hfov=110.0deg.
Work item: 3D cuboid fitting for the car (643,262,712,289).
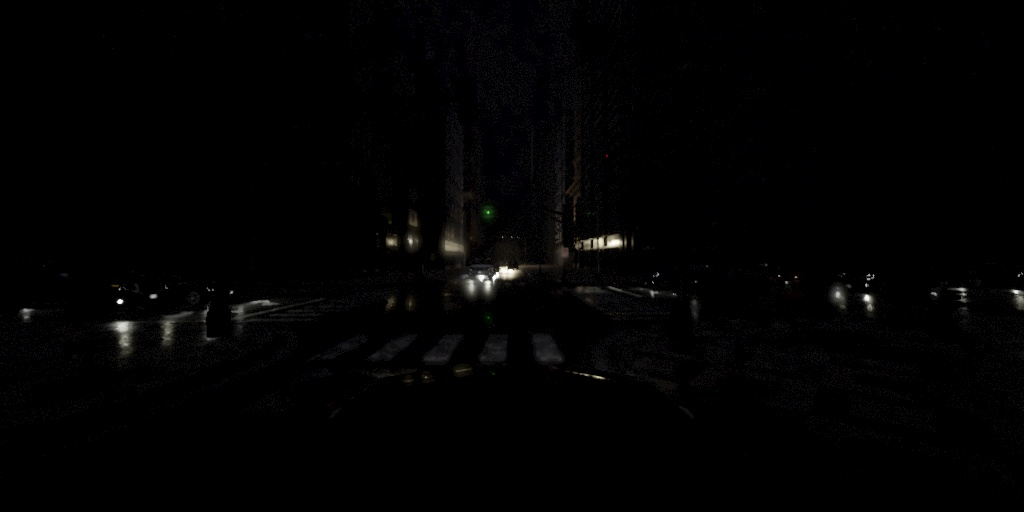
[{"bbox_3d":[10.920,1.188,23.199,4.553,1.767,2.097,0,0,2],"label":"car"}]

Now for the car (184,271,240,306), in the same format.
[{"bbox_3d":[-15.308,1.457,16.594,4.892,1.490,1.837,0,0,3],"label":"car"}]

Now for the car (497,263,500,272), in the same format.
[{"bbox_3d":[-2.990,1.728,46.680,1.895,1.301,4.718,0,0,0],"label":"car"}]

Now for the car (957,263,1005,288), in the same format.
[{"bbox_3d":[30.267,1.218,23.066,4.892,1.490,1.837,0,0,0],"label":"car"}]

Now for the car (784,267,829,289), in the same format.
[{"bbox_3d":[19.912,1.380,23.117,4.718,1.301,1.895,0,0,0],"label":"car"}]

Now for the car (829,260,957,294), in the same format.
[{"bbox_3d":[20.932,1.106,19.864,4.553,1.767,2.097,0,0,0],"label":"car"}]

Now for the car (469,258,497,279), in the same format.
[{"bbox_3d":[-3.023,1.263,36.616,2.150,2.045,5.566,0,0,0],"label":"car"}]

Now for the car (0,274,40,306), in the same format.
[{"bbox_3d":[-25.249,1.568,16.613,4.181,1.385,1.994,0,0,0],"label":"car"}]

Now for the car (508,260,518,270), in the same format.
[{"bbox_3d":[0.169,1.771,65.428,1.882,1.535,5.008,0,-1,0],"label":"car"}]

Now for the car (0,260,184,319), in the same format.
[{"bbox_3d":[-16.071,1.159,13.327,5.566,2.045,2.150,0,0,0],"label":"car"}]

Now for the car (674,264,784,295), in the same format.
[{"bbox_3d":[11.882,1.336,19.899,4.674,1.442,1.812,0,0,2],"label":"car"}]

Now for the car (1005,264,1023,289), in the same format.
[{"bbox_3d":[31.132,1.040,19.812,4.553,1.767,2.097,0,0,0],"label":"car"}]
